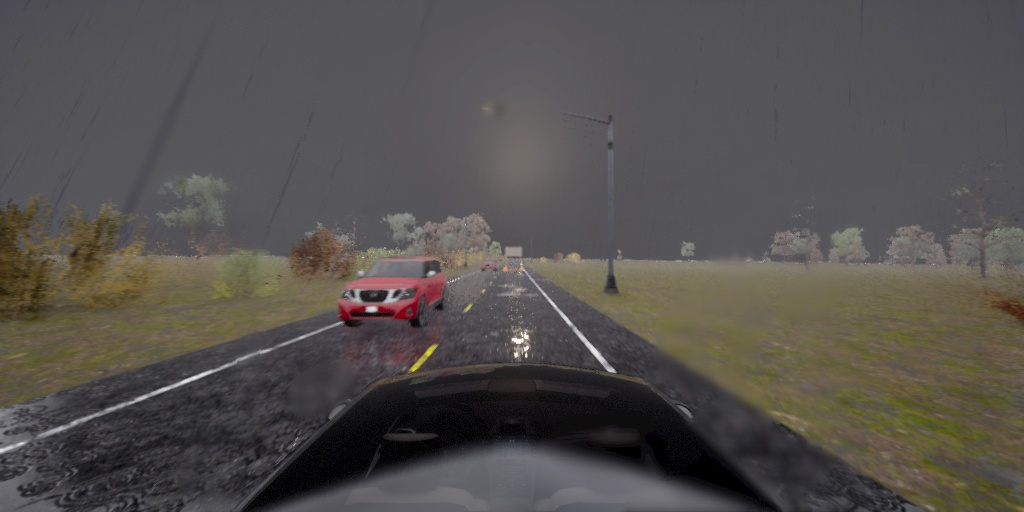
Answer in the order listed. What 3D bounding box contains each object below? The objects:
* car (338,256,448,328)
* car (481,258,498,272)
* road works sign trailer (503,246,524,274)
[{"bbox_3d":[-3.589,1.026,11.960,2.150,2.045,5.566,0,0,0],"label":"car"},{"bbox_3d":[-3.295,1.255,52.728,2.150,2.045,5.566,0,0,1],"label":"car"},{"bbox_3d":[0.206,0.460,46.137,2.380,3.560,2.880,0,0,0],"label":"road works sign trailer"}]
